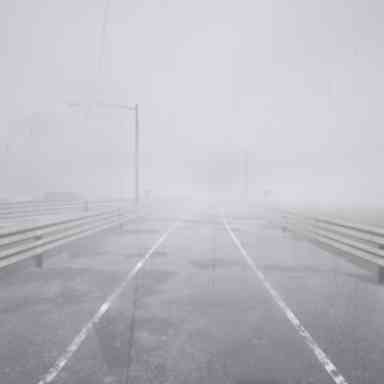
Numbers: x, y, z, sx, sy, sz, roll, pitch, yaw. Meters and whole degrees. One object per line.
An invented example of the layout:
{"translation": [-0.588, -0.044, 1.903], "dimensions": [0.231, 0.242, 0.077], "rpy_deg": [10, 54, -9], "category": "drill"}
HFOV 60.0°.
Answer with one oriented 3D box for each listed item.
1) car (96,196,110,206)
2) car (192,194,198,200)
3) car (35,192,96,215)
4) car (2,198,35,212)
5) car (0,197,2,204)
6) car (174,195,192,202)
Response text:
{"translation": [-14.151, 1.332, 50.384], "dimensions": [1.812, 1.442, 4.674], "rpy_deg": [0, 0, 14], "category": "car"}
{"translation": [-0.636, 1.440, 86.276], "dimensions": [1.994, 1.385, 4.181], "rpy_deg": [0, 0, 17], "category": "car"}
{"translation": [-11.590, 0.982, 30.942], "dimensions": [2.150, 2.045, 5.566], "rpy_deg": [0, 0, 13], "category": "car"}
{"translation": [-15.067, 1.288, 31.350], "dimensions": [1.812, 1.442, 4.674], "rpy_deg": [0, 0, 13], "category": "car"}
{"translation": [-18.557, 1.241, 31.799], "dimensions": [1.882, 1.535, 5.008], "rpy_deg": [0, 0, 13], "category": "car"}
{"translation": [-2.146, 1.392, 68.450], "dimensions": [2.033, 1.411, 5.357], "rpy_deg": [0, 0, 16], "category": "car"}
